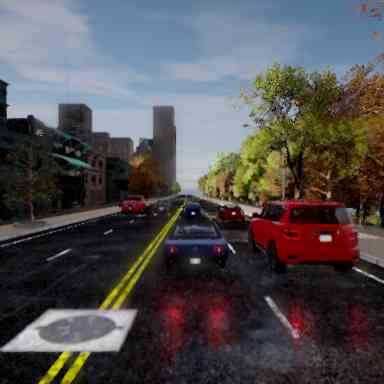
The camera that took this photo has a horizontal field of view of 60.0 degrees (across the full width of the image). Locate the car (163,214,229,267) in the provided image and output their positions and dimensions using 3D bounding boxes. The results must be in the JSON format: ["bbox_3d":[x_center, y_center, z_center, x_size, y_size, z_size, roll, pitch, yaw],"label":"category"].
[{"bbox_3d":[0.101,1.653,11.545,1.895,1.301,4.718,0,0,0],"label":"car"}]

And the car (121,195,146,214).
[{"bbox_3d":[-6.586,1.391,38.205,2.150,2.045,5.566,0,0,0],"label":"car"}]

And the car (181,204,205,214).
[{"bbox_3d":[0.103,1.693,28.821,1.994,1.385,4.181,0,0,0],"label":"car"}]

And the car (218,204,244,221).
[{"bbox_3d":[3.353,1.693,28.763,1.994,1.385,4.181,0,0,0],"label":"car"}]

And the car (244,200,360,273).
[{"bbox_3d":[3.351,1.271,11.011,2.150,2.045,5.566,0,0,0],"label":"car"}]

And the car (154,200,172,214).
[{"bbox_3d":[-3.335,1.664,38.715,2.128,1.511,4.902,0,0,0],"label":"car"}]
